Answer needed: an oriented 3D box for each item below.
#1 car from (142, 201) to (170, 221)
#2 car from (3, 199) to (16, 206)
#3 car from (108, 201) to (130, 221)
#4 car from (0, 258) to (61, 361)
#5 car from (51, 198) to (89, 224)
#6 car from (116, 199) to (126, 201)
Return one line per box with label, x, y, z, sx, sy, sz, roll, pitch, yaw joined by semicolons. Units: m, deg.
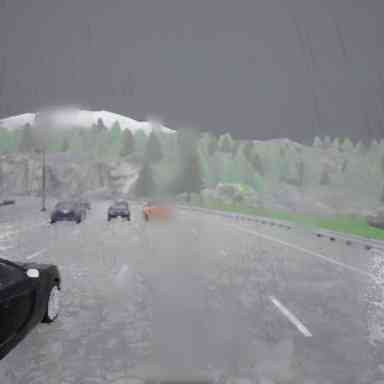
car;-3.264;1.569;29.521;2.097;1.767;4.553;0;0;-13
car;-32.228;1.827;58.766;1.895;1.301;4.718;1;0;-27
car;-6.583;1.794;29.791;1.895;1.301;4.718;1;0;-14
car;-3.214;1.488;4.135;1.882;1.535;5.008;1;0;-4
car;-9.630;1.493;26.178;2.097;1.767;4.553;0;0;-12
car;-12.447;1.904;58.045;1.812;1.442;4.674;1;-1;-24
